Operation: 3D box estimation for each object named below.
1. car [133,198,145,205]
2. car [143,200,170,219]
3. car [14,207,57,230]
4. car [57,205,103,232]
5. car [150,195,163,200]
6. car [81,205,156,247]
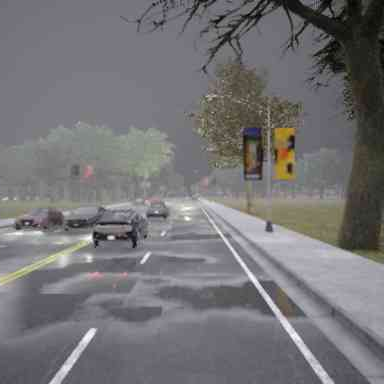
[{"bbox_3d":[-9.797,1.905,62.190,1.812,1.442,4.674,0,0,1],"label":"car"},{"bbox_3d":[-3.161,1.751,31.608,1.994,1.385,4.181,0,0,0],"label":"car"},{"bbox_3d":[-9.857,1.694,21.874,1.994,1.385,4.181,0,0,0],"label":"car"},{"bbox_3d":[-6.607,1.605,21.471,1.882,1.535,5.008,0,0,0],"label":"car"},{"bbox_3d":[-6.547,1.604,62.156,2.150,2.045,5.566,0,0,1],"label":"car"},{"bbox_3d":[-3.156,1.583,15.421,2.128,1.511,4.902,0,0,0],"label":"car"}]
